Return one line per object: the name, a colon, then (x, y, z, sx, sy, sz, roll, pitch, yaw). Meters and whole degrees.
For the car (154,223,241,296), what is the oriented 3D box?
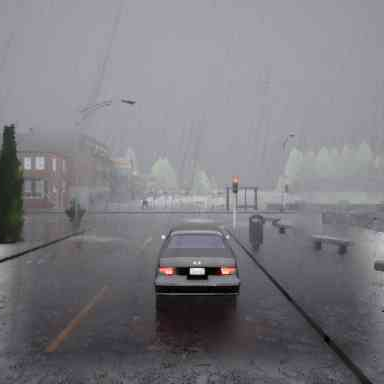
car: (0.101, 1.547, 8.808, 2.033, 1.411, 5.357, 0, 0, 0)
